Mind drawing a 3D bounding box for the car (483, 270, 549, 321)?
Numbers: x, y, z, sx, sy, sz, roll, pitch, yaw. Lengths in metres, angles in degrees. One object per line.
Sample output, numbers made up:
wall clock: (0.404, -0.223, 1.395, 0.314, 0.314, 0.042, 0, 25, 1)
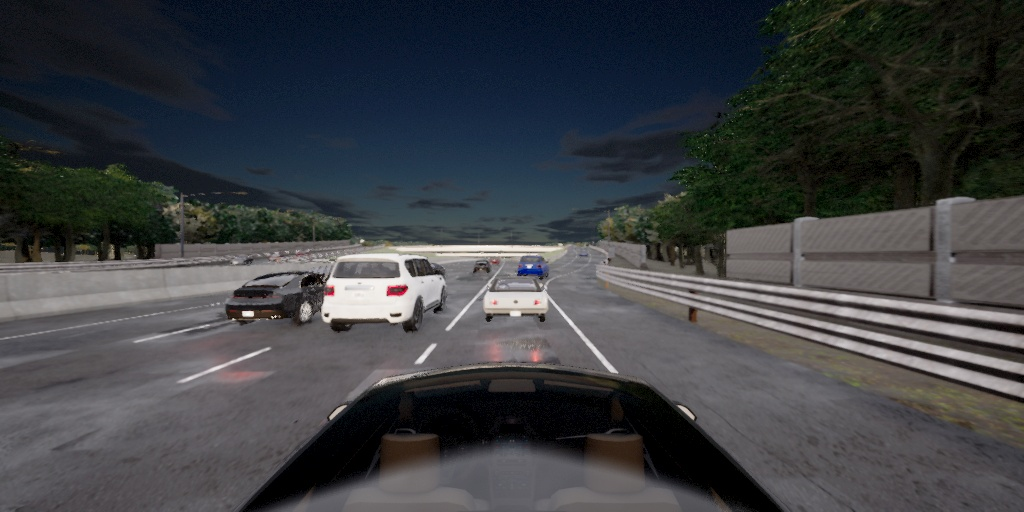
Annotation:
car: (0.124, 1.349, 12.403, 1.895, 1.301, 4.718, 0, 0, 0)

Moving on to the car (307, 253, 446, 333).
car: (-3.493, 0.973, 10.895, 2.150, 2.045, 5.566, 0, 0, 0)

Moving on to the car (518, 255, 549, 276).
car: (1.917, 0.980, 31.137, 2.150, 2.045, 5.566, 1, 0, 12)

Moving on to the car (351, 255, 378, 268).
car: (-24.571, 0.944, 59.912, 2.150, 2.045, 5.566, 0, 0, 0)

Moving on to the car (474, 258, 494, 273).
car: (-3.480, 1.251, 42.751, 1.837, 1.490, 4.892, 0, 0, 0)

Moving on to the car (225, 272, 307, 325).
car: (-6.890, 1.253, 11.784, 1.837, 1.490, 4.892, 0, 0, 0)

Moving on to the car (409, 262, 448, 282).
car: (-6.868, 1.293, 30.099, 2.033, 1.411, 5.357, 0, 0, 0)
